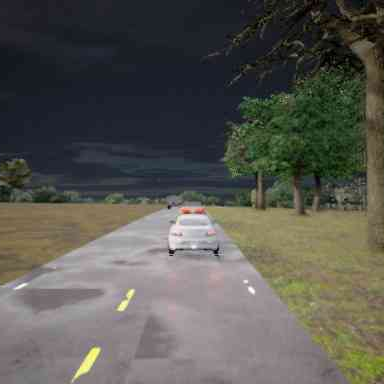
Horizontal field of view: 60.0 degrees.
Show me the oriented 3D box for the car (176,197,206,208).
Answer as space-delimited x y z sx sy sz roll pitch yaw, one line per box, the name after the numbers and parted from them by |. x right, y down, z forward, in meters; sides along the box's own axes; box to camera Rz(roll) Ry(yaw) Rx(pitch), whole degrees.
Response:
0.069 1.486 27.335 2.097 1.767 4.553 0 -1 0 | car

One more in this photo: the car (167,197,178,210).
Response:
-2.741 1.727 52.678 2.150 2.045 5.566 0 -1 1 | car

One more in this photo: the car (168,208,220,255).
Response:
0.074 1.572 13.313 1.812 1.442 4.674 0 0 0 | car
